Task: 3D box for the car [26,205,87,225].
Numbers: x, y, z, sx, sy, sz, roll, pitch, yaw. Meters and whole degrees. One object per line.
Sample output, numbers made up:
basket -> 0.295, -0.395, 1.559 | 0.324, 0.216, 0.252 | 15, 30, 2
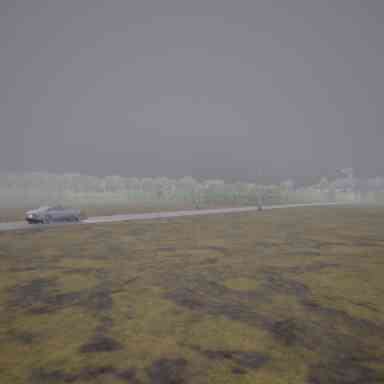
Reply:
car -> -9.861, 1.634, 24.471 | 1.994, 1.385, 4.181 | -1, -1, 36
